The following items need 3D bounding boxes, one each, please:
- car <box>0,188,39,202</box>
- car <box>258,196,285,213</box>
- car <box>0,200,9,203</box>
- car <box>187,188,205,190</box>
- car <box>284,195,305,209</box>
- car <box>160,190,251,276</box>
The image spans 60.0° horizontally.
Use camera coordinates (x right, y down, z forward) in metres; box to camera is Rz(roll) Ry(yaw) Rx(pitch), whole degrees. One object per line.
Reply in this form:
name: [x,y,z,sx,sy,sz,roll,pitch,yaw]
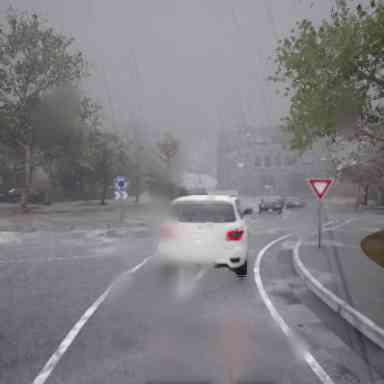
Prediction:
car: [-25.327,0.447,48.528,5.566,2.045,2.150,0,0,-42]
car: [6.850,1.130,29.455,1.895,1.301,4.718,0,1,11]
car: [-11.246,1.290,14.727,4.902,1.511,2.128,0,1,3]
car: [-0.210,0.430,51.589,5.566,2.045,2.150,0,1,38]
car: [10.100,0.998,34.317,1.994,1.385,4.181,0,1,-1]
car: [0.626,1.091,10.180,2.150,2.045,5.566,0,1,10]
